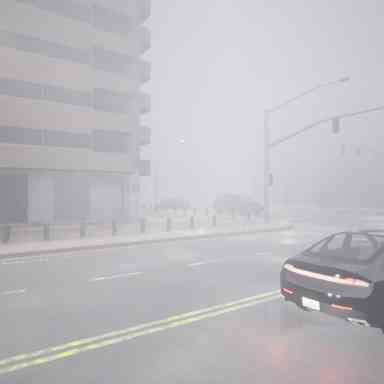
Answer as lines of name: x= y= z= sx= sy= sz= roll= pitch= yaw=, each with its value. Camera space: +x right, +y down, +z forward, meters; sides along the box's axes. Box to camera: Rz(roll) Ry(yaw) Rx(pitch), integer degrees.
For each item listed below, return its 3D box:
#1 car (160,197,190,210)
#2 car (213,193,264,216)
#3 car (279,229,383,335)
car: x=-2.124 y=1.422 z=41.521 sx=1.882 sy=1.535 sz=5.008 roll=0 pitch=0 yaw=-35
car: x=4.351 y=1.166 z=32.252 sx=2.150 sy=2.045 sz=5.566 roll=0 pitch=0 yaw=-35
car: x=3.813 y=1.492 z=6.463 sx=4.902 sy=1.511 sz=2.128 roll=0 pitch=0 yaw=-35
